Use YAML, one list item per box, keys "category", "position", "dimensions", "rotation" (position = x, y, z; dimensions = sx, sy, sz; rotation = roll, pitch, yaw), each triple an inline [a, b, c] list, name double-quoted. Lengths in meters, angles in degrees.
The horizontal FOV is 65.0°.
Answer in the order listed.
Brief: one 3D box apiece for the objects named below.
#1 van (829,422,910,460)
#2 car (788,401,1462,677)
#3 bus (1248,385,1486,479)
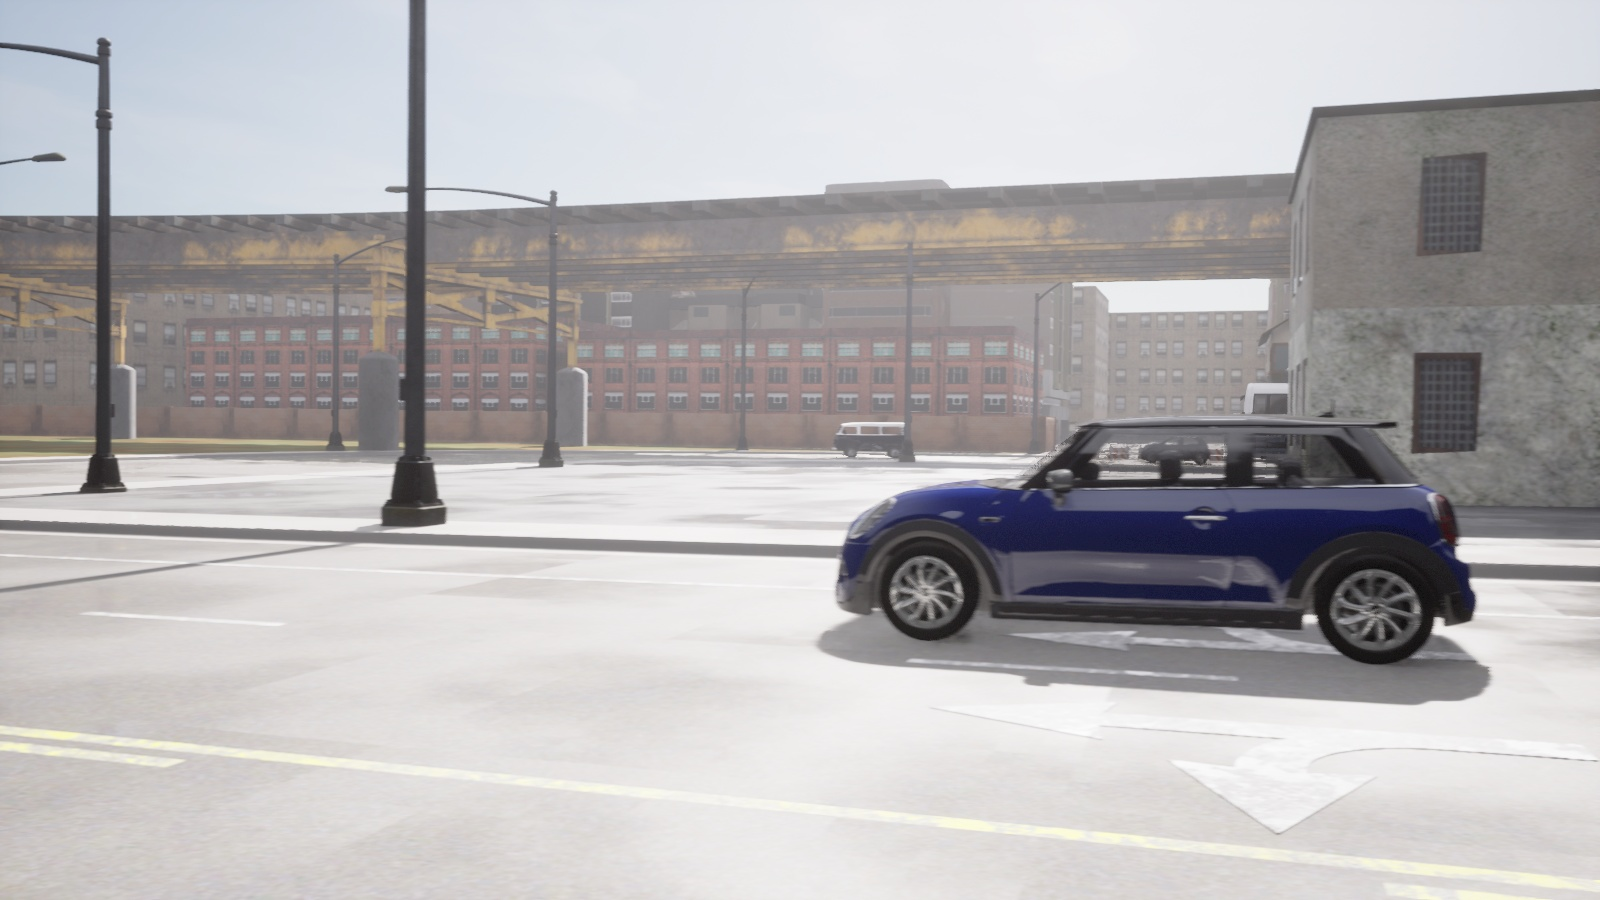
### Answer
- category: "van"
  position: [3.907, -0.542, 71.419]
  dimensions: [4.480, 2.038, 2.069]
  rotation: [1, 1, 0]
- category: "car"
  position: [2.409, 0.538, 9.766]
  dimensions: [4.553, 1.767, 2.097]
  rotation: [1, 1, 19]
- category: "bus"
  position: [27.598, -0.947, 61.880]
  dimensions: [10.273, 4.253, 3.944]
  rotation: [2, 1, 19]
